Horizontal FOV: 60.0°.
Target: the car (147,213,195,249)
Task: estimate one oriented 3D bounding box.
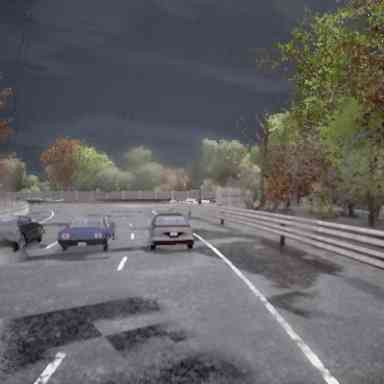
[{"bbox_3d":[-1.042,1.691,15.362,2.033,1.411,5.357,0,-1,-8],"label":"car"}]

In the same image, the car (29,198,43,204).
[{"bbox_3d":[-39.047,2.211,81.159,5.008,1.535,1.882,0,-1,40],"label":"car"}]

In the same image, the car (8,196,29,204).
[{"bbox_3d":[-41.438,1.939,78.603,5.566,2.045,2.150,0,-1,40],"label":"car"}]

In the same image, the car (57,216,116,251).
[{"bbox_3d":[-4.526,1.742,15.006,1.895,1.301,4.718,0,0,-8],"label":"car"}]

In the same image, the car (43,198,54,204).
[{"bbox_3d":[-36.680,2.291,83.736,5.357,1.411,2.033,0,-1,40],"label":"car"}]

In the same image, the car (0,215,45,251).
[{"bbox_3d":[-8.022,1.705,14.716,1.994,1.385,4.181,0,0,-8],"label":"car"}]
